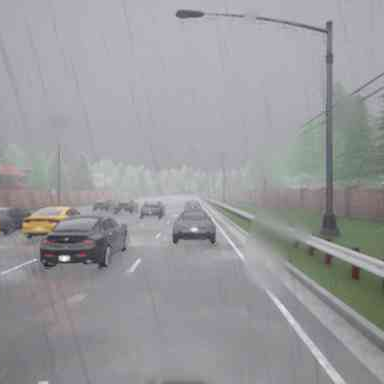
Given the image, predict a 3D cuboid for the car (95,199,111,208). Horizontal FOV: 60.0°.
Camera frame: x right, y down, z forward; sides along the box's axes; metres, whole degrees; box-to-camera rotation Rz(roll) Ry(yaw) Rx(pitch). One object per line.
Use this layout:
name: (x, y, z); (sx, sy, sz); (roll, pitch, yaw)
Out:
car: (-10.408, 1.561, 39.858); (1.837, 1.490, 4.892); (0, 0, 0)

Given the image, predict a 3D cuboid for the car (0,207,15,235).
car: (-10.403, 1.574, 18.842); (2.033, 1.411, 5.357); (0, 0, 0)

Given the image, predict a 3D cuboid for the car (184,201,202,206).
car: (0.093, 1.596, 34.910); (2.033, 1.411, 5.357); (0, 0, 0)

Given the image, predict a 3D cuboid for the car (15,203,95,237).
car: (-6.904, 1.502, 17.433); (1.882, 1.535, 5.008); (0, 0, 0)

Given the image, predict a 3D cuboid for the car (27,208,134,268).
car: (-3.402, 1.521, 11.283); (1.837, 1.490, 4.892); (0, 0, 0)

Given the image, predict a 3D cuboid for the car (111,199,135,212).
car: (-6.906, 1.555, 35.627); (1.837, 1.490, 4.892); (0, 0, 0)

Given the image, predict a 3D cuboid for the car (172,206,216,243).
car: (0.096, 1.587, 16.332); (1.994, 1.385, 4.181); (0, 0, 0)

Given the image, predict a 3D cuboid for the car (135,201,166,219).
car: (-3.406, 1.533, 29.634); (2.128, 1.511, 4.902); (0, 0, 0)
